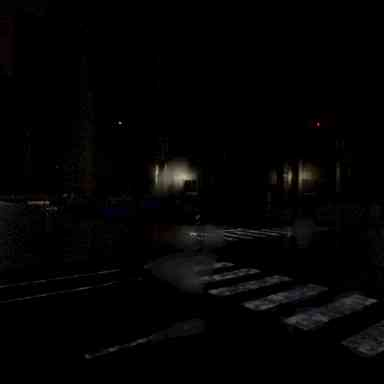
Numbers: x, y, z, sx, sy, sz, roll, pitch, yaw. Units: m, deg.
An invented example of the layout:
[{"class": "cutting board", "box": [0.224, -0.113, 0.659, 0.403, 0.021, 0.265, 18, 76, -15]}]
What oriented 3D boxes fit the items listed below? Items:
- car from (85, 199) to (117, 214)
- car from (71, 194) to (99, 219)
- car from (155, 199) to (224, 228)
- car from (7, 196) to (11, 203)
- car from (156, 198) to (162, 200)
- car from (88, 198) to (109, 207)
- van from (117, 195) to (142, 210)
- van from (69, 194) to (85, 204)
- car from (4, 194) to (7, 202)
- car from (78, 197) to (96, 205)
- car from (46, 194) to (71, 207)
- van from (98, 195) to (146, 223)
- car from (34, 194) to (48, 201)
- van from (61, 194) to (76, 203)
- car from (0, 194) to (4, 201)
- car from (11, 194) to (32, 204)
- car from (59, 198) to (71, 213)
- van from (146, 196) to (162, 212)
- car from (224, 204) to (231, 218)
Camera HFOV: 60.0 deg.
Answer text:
[{"class": "car", "box": [-9.921, 1.504, 35.834, 1.812, 1.442, 4.674, 0, 0, -36]}, {"class": "car", "box": [-8.583, 1.288, 29.385, 2.192, 1.841, 5.009, 0, 0, -36]}, {"class": "car", "box": [-0.329, 1.467, 22.334, 1.882, 1.535, 5.008, 0, 0, -34]}, {"class": "car", "box": [-35.023, 1.406, 66.315, 1.967, 1.590, 4.097, 0, 0, -36]}, {"class": "car", "box": [-1.653, 1.584, 34.349, 1.802, 1.307, 4.206, 0, 0, -36]}, {"class": "car", "box": [-14.873, 1.577, 52.814, 1.802, 1.307, 4.206, 0, 0, -36]}, {"class": "van", "box": [-8.262, 1.337, 43.582, 1.690, 1.788, 3.998, 0, 0, -36]}, {"class": "van", "box": [-21.483, 1.336, 62.047, 1.690, 1.788, 3.998, 0, 0, -36]}, {"class": "car", "box": [-38.229, 1.492, 70.793, 1.752, 1.417, 4.829, 0, 0, -36]}, {"class": "car", "box": [-18.178, 1.577, 57.430, 1.802, 1.307, 4.206, 0, 0, -36]}, {"class": "car", "box": [-20.295, 1.500, 50.461, 1.812, 1.442, 4.674, 0, 0, -35]}, {"class": "van", "box": [-5.278, 1.318, 24.769, 1.690, 1.788, 3.998, 0, 0, -36]}, {"class": "car", "box": [-38.008, 1.311, 85.129, 2.192, 1.841, 5.009, 0, 0, -36]}, {"class": "van", "box": [-24.788, 1.336, 66.664, 1.690, 1.788, 3.998, 0, 0, -36]}, {"class": "car", "box": [-41.633, 1.532, 75.548, 1.947, 1.339, 4.313, 0, 0, -36]}, {"class": "car", "box": [-31.718, 1.517, 61.699, 2.008, 1.369, 4.403, 0, 0, -36]}, {"class": "car", "box": [-11.889, 1.551, 34.001, 1.802, 1.307, 4.206, 0, 0, -36]}, {"class": "van", "box": [-4.958, 1.340, 38.966, 1.690, 1.788, 3.998, 0, 0, -36]}, {"class": "car", "box": [1.652, 1.557, 29.732, 2.008, 1.369, 4.403, 0, 0, -36]}]
